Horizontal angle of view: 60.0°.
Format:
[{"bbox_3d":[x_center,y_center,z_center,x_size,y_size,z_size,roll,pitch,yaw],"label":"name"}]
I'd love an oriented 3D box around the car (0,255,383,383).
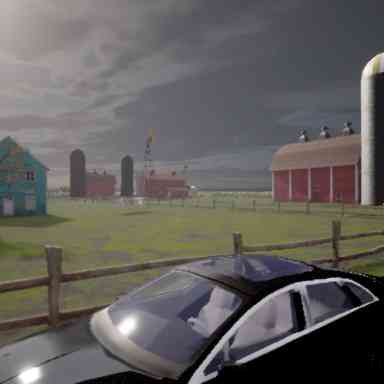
[{"bbox_3d":[0.359,1.491,3.309,4.902,1.511,2.128,0,0,-35],"label":"car"}]
